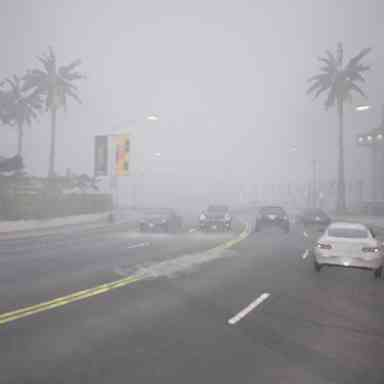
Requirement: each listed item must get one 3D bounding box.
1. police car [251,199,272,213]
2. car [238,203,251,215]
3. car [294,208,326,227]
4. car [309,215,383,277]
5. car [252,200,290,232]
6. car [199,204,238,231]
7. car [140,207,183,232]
[{"bbox_3d":[8.260,2.007,42.576,1.930,1.638,5.238,1,-1,-13],"label":"police car"},{"bbox_3d":[5.189,2.130,41.208,1.895,1.301,4.718,1,-1,-13],"label":"car"},{"bbox_3d":[9.481,1.978,26.473,1.994,1.385,4.181,1,-1,7],"label":"car"},{"bbox_3d":[5.184,1.714,11.065,1.812,1.442,4.674,0,-1,26],"label":"car"},{"bbox_3d":[5.489,1.679,22.983,2.097,1.767,4.553,0,-1,12],"label":"car"},{"bbox_3d":[1.822,1.634,22.969,2.097,1.767,4.553,1,-1,11],"label":"car"},{"bbox_3d":[-1.906,1.757,22.303,1.812,1.442,4.674,1,-1,14],"label":"car"}]
